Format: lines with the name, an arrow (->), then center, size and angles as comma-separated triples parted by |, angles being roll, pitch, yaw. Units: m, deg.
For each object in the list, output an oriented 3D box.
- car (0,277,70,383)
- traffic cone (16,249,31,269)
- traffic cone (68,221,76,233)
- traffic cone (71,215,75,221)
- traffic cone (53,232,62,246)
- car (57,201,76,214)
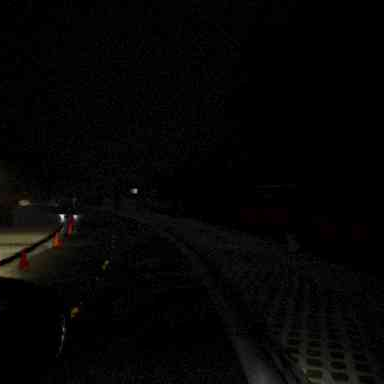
car -> -2.652, 1.597, 3.090 | 1.994, 1.385, 4.181 | 0, -1, -3
traffic cone -> -5.230, 2.061, 10.310 | 0.340, 0.580, 0.340 | 0, -1, -8
traffic cone -> -7.237, 2.155, 19.786 | 0.340, 0.580, 0.340 | 0, -1, -16
traffic cone -> -8.678, 2.201, 24.413 | 0.340, 0.580, 0.340 | 0, -1, -19
traffic cone -> -6.087, 2.109, 15.079 | 0.340, 0.580, 0.340 | 0, -1, -12
car -> -16.099, 1.883, 42.615 | 1.837, 1.490, 4.892 | 0, -1, -28
